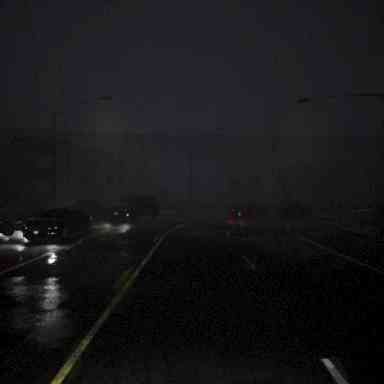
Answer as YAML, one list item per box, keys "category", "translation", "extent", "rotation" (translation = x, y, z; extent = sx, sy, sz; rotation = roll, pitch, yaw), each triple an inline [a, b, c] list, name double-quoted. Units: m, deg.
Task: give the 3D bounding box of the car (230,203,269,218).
- category: "car"
  translation: [5.497, 1.663, 31.270]
  extent: [1.895, 1.301, 4.718]
  rotation: [0, 0, 35]

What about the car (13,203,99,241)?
- category: "car"
  translation: [-6.687, 1.539, 17.098]
  extent: [1.837, 1.490, 4.892]
  rotation: [0, 0, 5]

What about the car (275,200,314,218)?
- category: "car"
  translation: [9.550, 1.539, 30.878]
  extent: [1.882, 1.535, 5.008]
  rotation: [0, 0, 43]

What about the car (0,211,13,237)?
- category: "car"
  translation: [-10.273, 1.557, 15.785]
  extent: [1.812, 1.442, 4.674]
  rotation: [0, 0, 3]

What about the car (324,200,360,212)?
- category: "car"
  translation: [18.085, 1.643, 40.137]
  extent: [4.181, 1.385, 1.994]
  rotation: [0, 0, -19]

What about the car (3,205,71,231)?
- category: "car"
  translation: [-9.904, 1.609, 21.677]
  extent: [1.994, 1.385, 4.181]
  rotation: [0, 0, 9]

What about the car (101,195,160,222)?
- category: "car"
  translation: [-4.661, 1.276, 27.538]
  extent: [2.150, 2.045, 5.566]
  rotation: [0, 0, 23]

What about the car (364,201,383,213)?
- category: "car"
  translation: [22.021, 1.675, 37.388]
  extent: [4.718, 1.301, 1.895]
  rotation: [0, 0, -9]

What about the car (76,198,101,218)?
- category: "car"
  translation: [-8.537, 1.405, 26.760]
  extent: [2.097, 1.767, 4.553]
  rotation: [0, 0, 19]
